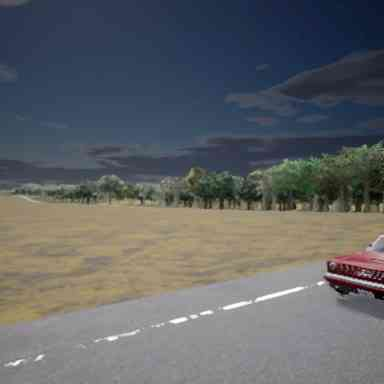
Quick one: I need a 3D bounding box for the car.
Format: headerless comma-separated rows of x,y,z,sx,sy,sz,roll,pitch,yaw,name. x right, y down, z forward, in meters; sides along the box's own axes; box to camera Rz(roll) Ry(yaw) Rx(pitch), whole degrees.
5.116,1.640,7.647,4.718,1.301,1.895,0,0,-36,car
